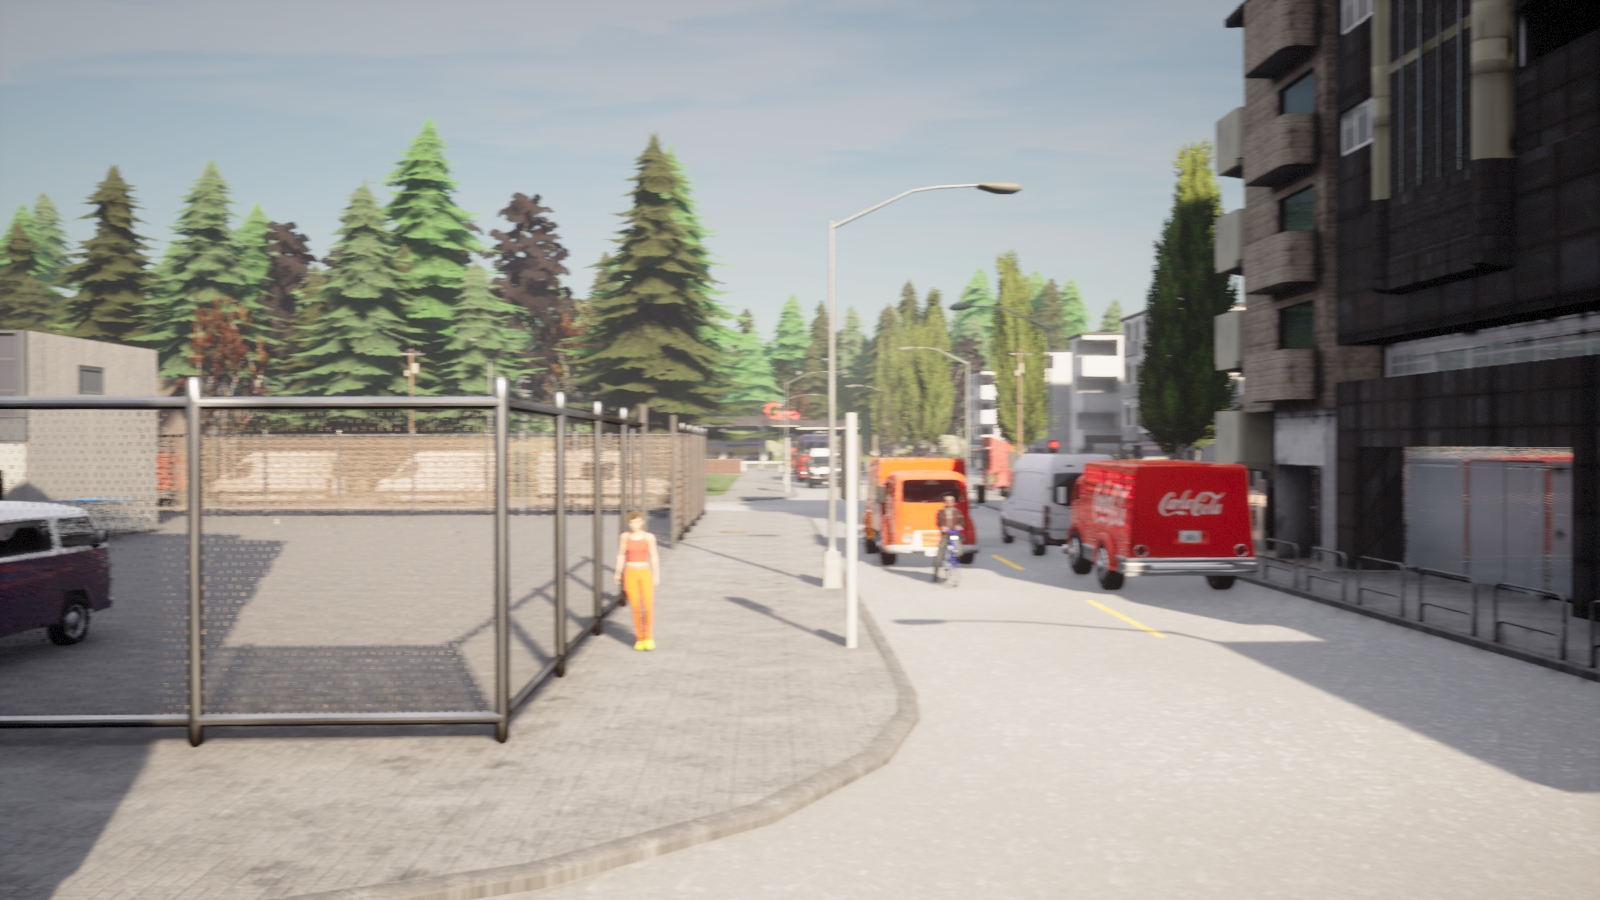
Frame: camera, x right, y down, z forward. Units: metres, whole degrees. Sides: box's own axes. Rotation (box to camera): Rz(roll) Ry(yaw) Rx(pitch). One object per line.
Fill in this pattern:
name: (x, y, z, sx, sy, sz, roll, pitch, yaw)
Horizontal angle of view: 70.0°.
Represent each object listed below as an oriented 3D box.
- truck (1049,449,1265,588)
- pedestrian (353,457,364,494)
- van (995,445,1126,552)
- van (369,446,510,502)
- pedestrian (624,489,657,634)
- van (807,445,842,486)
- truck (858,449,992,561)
truck: (7.002, 1.224, 23.191, 2.627, 2.467, 5.204, 0, 0, -2)
pedestrian: (-22.285, 1.301, 57.683, 0.375, 1.860, 0.375, 0, 0, 12)
van: (6.784, 1.156, 30.507, 1.988, 2.561, 5.915, 0, 0, -2)
van: (-16.714, 1.098, 53.141, 5.915, 2.561, 1.988, 0, 0, 0)
pedestrian: (-2.088, 1.456, 15.008, 0.375, 1.860, 0.375, 0, 0, 0)
van: (1.544, 0.959, 74.799, 1.988, 2.561, 5.915, 0, 0, -1)
truck: (2.918, 1.209, 28.016, 2.627, 2.467, 5.204, 0, 0, -1)
